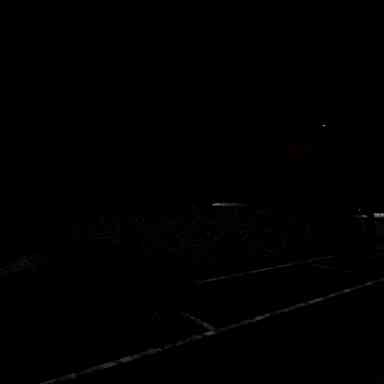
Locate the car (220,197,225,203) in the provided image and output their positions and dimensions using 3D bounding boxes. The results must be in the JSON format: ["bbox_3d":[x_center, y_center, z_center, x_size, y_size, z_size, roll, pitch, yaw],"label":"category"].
[{"bbox_3d":[2.799,0.938,49.885,1.895,1.301,4.718,0,1,-35],"label":"car"}]

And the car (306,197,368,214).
[{"bbox_3d":[12.739,1.201,30.012,2.128,1.511,4.902,0,1,-35],"label":"car"}]

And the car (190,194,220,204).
[{"bbox_3d":[1.473,0.933,46.107,1.994,1.385,4.181,0,1,-35],"label":"car"}]

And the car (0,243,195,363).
[{"bbox_3d":[-2.061,1.545,5.172,4.507,1.381,1.887,0,0,-35],"label":"car"}]

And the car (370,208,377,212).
[{"bbox_3d":[15.351,1.278,31.946,1.994,1.385,4.181,0,1,-35],"label":"car"}]

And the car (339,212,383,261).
[{"bbox_3d":[6.837,1.552,11.449,4.403,1.369,2.008,0,0,-35],"label":"car"}]
